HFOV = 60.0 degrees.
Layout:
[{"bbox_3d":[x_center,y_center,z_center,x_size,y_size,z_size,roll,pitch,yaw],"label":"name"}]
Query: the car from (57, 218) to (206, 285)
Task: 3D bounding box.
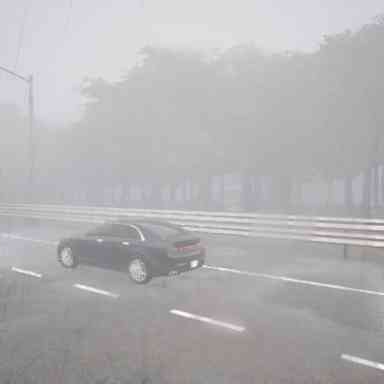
[{"bbox_3d":[-1.911,1.508,9.534,4.892,1.490,1.837,0,0,36],"label":"car"}]
